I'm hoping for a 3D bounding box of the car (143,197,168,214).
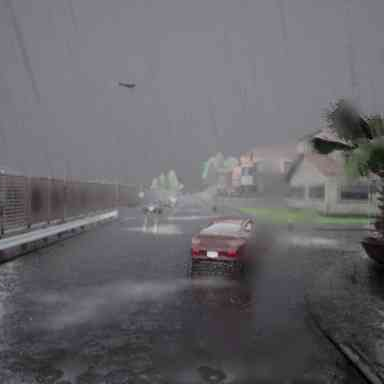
[{"bbox_3d":[-4.081,1.543,35.710,2.128,1.511,4.902,0,0,0],"label":"car"}]

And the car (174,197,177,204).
[{"bbox_3d":[-3.987,1.625,65.678,1.812,1.442,4.674,0,0,0],"label":"car"}]

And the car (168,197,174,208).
[{"bbox_3d":[-4.063,1.577,48.992,1.837,1.490,4.892,0,0,0],"label":"car"}]

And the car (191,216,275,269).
[{"bbox_3d":[1.472,1.542,11.240,1.812,1.442,4.674,-1,0,23],"label":"car"}]
